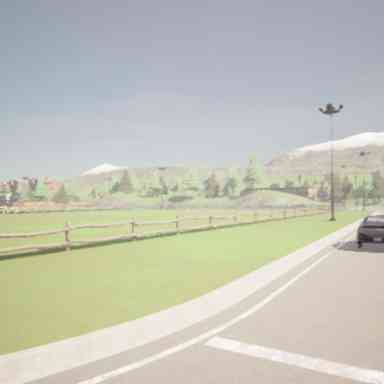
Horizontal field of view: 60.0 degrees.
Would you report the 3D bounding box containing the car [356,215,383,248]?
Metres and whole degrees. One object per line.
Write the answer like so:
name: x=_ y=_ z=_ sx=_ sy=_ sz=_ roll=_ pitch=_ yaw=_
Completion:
car: x=9.460 y=1.910 z=16.593 sx=2.128 sy=1.511 sz=4.902 roll=-1 pitch=-2 yaw=33
